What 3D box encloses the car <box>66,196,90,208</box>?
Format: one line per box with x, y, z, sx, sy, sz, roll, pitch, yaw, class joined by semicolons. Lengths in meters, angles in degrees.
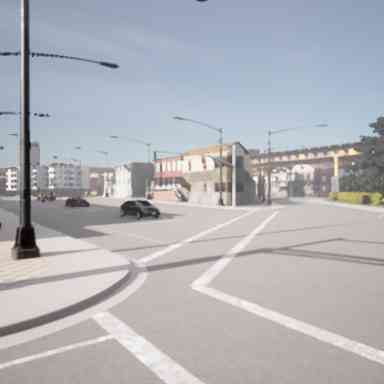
-14.077;1.238;40.919;1.994;1.385;4.181;0;1;-36;car

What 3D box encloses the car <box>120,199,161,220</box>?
-4.336;1.399;27.484;1.837;1.490;4.892;0;1;-36;car

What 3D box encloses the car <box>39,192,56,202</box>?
-23.511;0.726;53.967;1.882;1.535;5.008;0;1;-36;car
